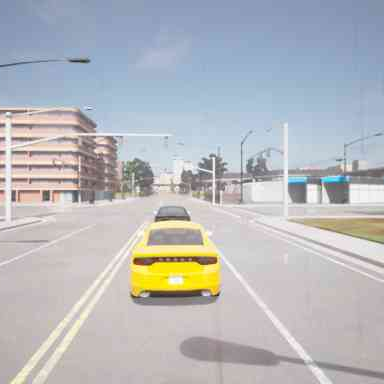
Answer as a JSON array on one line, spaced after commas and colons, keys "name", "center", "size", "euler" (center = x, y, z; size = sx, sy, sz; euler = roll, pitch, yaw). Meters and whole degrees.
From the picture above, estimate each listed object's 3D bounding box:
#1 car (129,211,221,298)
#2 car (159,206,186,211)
[{"name": "car", "center": [-0.437, 1.477, 8.594], "size": [1.882, 1.535, 5.008], "euler": [0, 0, -3]}, {"name": "car", "center": [-1.068, 1.477, 18.154], "size": [1.882, 1.535, 5.008], "euler": [0, 0, -4]}]
